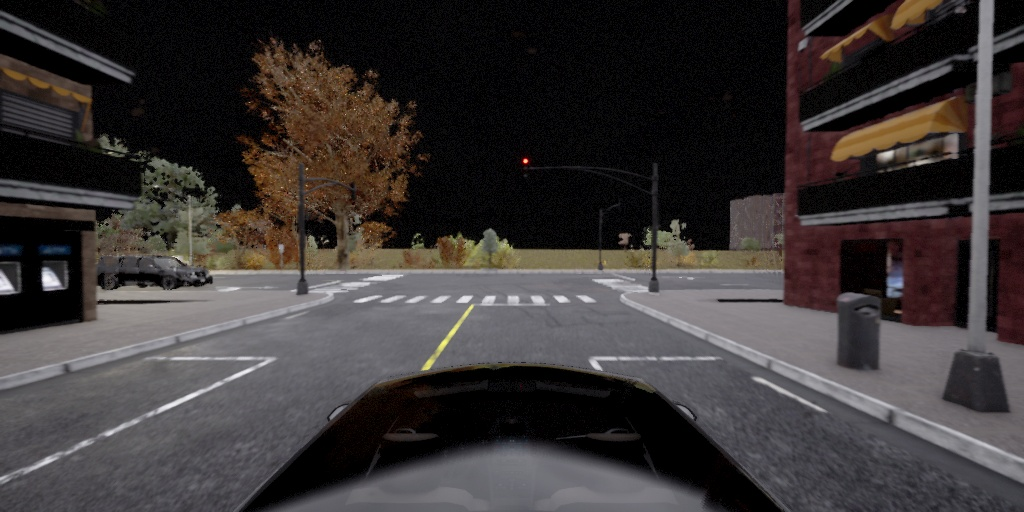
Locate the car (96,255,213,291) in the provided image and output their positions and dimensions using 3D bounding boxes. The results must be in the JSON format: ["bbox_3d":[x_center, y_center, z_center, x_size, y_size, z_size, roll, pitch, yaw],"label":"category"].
[{"bbox_3d":[-20.858,1.001,20.935,5.566,2.045,2.150,2,1,-2],"label":"car"}]
